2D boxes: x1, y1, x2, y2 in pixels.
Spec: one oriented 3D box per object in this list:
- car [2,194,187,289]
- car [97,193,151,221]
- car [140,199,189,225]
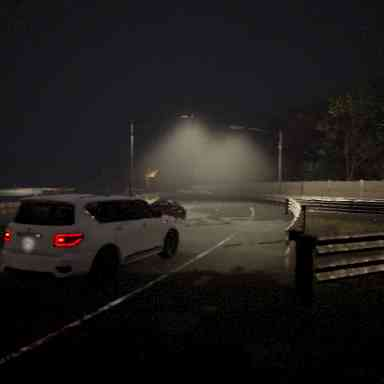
[{"bbox_3d":[-2.256,1.070,9.123,2.150,2.045,5.566,1,1,22],"label":"car"},{"bbox_3d":[-4.790,0.973,24.135,2.097,1.767,4.553,1,1,14],"label":"car"},{"bbox_3d":[-1.698,1.241,22.068,1.994,1.385,4.181,1,1,15],"label":"car"}]
